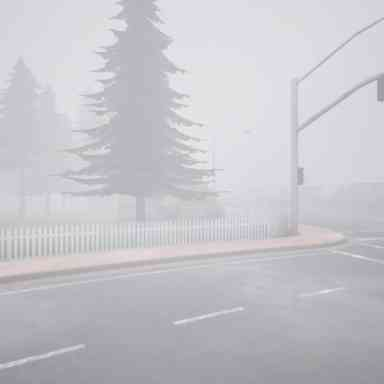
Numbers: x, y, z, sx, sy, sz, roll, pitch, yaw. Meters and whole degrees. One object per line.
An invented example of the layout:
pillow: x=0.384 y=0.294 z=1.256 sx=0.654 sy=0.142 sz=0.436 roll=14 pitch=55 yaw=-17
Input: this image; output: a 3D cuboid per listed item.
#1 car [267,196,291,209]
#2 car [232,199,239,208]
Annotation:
car: x=12.635 y=1.408 z=47.684 sx=2.097 sy=1.767 sz=4.553 roll=0 pitch=0 yaw=-18
car: x=5.049 y=1.533 z=48.071 sx=1.882 sy=1.535 sz=5.008 roll=0 pitch=0 yaw=-18
